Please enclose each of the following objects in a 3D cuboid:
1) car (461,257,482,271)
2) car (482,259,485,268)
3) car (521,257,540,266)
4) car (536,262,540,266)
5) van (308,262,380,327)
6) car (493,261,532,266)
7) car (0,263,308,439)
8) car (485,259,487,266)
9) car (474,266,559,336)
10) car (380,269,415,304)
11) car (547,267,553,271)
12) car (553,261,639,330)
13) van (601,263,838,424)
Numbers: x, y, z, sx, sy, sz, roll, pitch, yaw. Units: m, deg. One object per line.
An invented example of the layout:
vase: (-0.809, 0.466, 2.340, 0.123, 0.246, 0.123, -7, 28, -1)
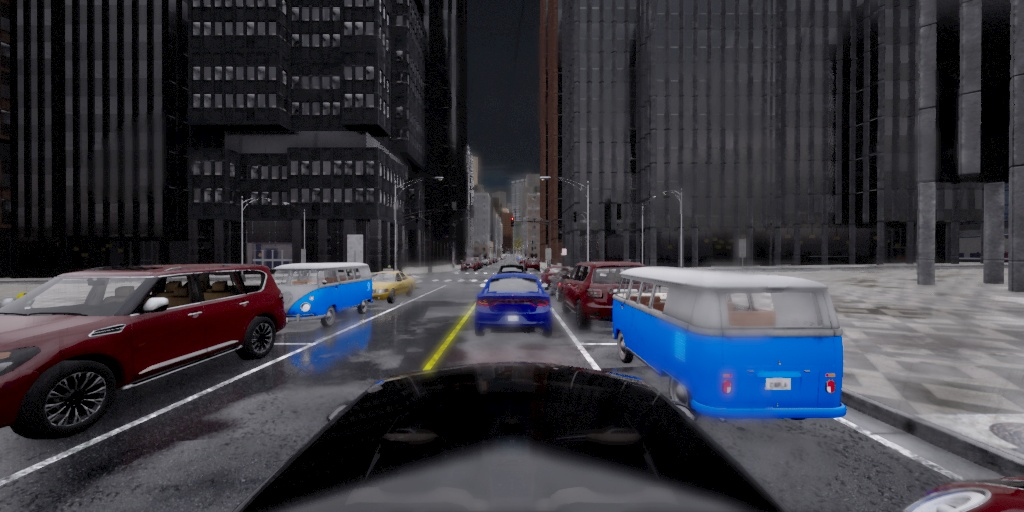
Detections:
car: (-5.764, 1.084, 49.197, 2.192, 1.841, 5.009, 0, 0, 0)
car: (-5.764, 1.090, 54.840, 2.192, 1.841, 5.009, 0, 0, 0)
car: (2.762, 1.084, 49.188, 2.192, 1.841, 5.009, 0, 0, 0)
car: (2.763, 1.297, 22.147, 1.888, 1.381, 4.507, 0, 0, 0)
van: (-5.765, 1.091, 11.109, 1.690, 1.789, 3.998, 0, 0, 0)
car: (0.000, 1.257, 20.756, 1.837, 1.490, 4.892, 0, 0, 0)
car: (-5.765, 1.064, 5.584, 2.192, 1.841, 5.009, 0, 0, 0)
car: (-5.764, 1.348, 60.483, 1.948, 1.339, 4.313, 0, 0, 0)
car: (0.058, 1.228, 10.385, 1.882, 1.535, 5.008, 0, 0, 1)
car: (-5.764, 1.276, 16.463, 1.751, 1.417, 4.829, 0, 0, 0)
car: (2.764, 1.301, 16.622, 2.007, 1.370, 4.403, 0, 0, 0)
car: (2.765, 1.064, 11.097, 2.192, 1.841, 5.009, 0, 0, 0)
van: (2.767, 1.091, 5.571, 1.690, 1.789, 3.998, 0, 0, 0)
